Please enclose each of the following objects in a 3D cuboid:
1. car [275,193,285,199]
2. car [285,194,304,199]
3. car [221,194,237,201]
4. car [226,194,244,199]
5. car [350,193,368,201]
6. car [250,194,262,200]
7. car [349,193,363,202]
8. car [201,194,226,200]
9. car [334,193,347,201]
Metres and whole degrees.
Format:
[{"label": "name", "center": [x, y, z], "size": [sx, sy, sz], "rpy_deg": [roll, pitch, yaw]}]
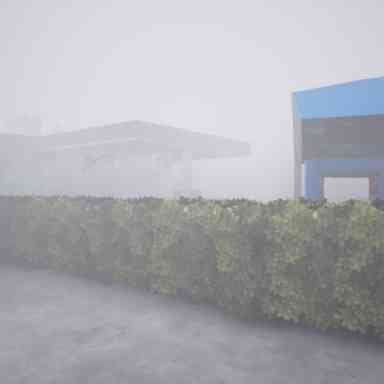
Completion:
[{"label": "car", "center": [21.191, 1.151, 78.090], "size": [2.152, 1.636, 5.027], "rpy_deg": [0, 0, 35]}, {"label": "car", "center": [18.347, 1.296, 57.936], "size": [2.007, 1.523, 4.514], "rpy_deg": [0, 0, 35]}, {"label": "car", "center": [8.704, 1.294, 77.893], "size": [2.007, 1.523, 4.514], "rpy_deg": [0, 0, 35]}, {"label": "car", "center": [8.589, 1.094, 65.711], "size": [1.932, 1.855, 4.605], "rpy_deg": [0, 0, 35]}, {"label": "car", "center": [26.480, 1.319, 52.130], "size": [1.845, 1.501, 3.633], "rpy_deg": [0, 0, 35]}, {"label": "car", "center": [15.765, 1.229, 81.532], "size": [1.970, 1.475, 3.806], "rpy_deg": [0, 0, 35]}, {"label": "car", "center": [34.246, 1.097, 69.359], "size": [1.932, 1.855, 4.605], "rpy_deg": [0, 0, 35]}, {"label": "car", "center": [3.722, 1.358, 58.767], "size": [1.970, 1.475, 3.806], "rpy_deg": [0, 0, 35]}, {"label": "car", "center": [31.636, 1.076, 70.700], "size": [1.905, 1.878, 3.866], "rpy_deg": [0, 0, 35]}]
